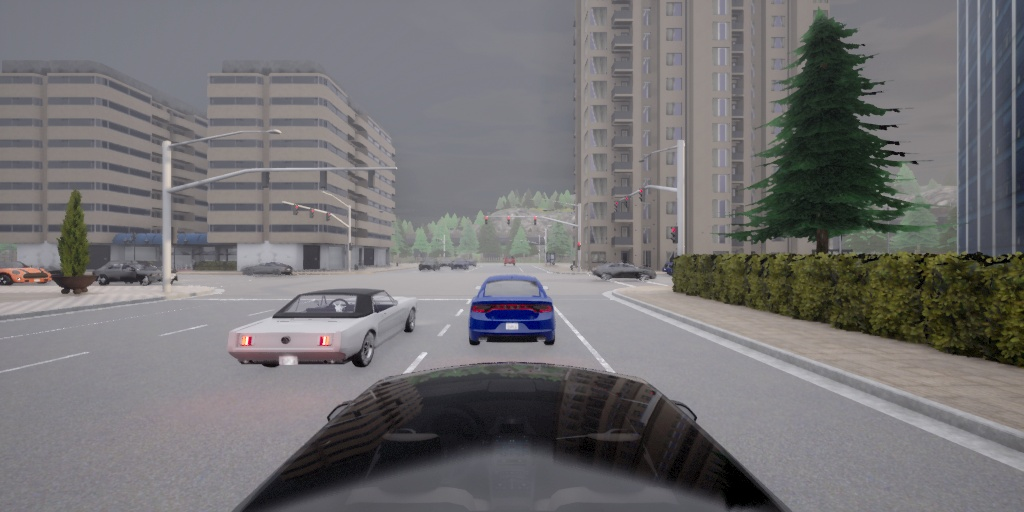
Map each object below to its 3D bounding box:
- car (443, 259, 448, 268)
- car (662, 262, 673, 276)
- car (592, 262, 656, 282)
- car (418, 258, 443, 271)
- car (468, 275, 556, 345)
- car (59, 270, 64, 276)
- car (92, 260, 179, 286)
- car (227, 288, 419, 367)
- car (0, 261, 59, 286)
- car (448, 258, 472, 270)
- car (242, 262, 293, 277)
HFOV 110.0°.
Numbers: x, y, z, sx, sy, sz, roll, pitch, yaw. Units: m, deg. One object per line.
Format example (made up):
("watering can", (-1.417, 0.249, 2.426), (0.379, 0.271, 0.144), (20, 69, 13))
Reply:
("car", (-11.102, 1.254, 60.683), (1.837, 1.490, 4.892), (0, 0, 0))
("car", (17.894, 0.971, 35.453), (5.566, 2.045, 2.150), (0, 0, 0))
("car", (8.861, 1.241, 28.597), (4.902, 1.511, 2.128), (0, 0, 6))
("car", (-11.010, 1.103, 47.919), (2.097, 1.767, 4.553), (0, 0, 0))
("car", (-0.004, 1.228, 9.507), (1.882, 1.535, 5.008), (0, 0, 0))
("car", (-38.613, 1.351, 28.318), (4.718, 1.301, 1.895), (0, 0, 0))
("car", (-25.946, 1.241, 24.780), (4.902, 1.511, 2.128), (0, 0, 1))
("car", (-3.496, 1.351, 7.841), (1.895, 1.301, 4.718), (0, 0, 0))
("car", (-35.097, 1.102, 24.810), (4.553, 1.767, 2.097), (0, 0, 0))
("car", (-7.544, 1.102, 52.136), (2.097, 1.767, 4.553), (0, 0, 0))
("car", (-24.170, 1.314, 35.568), (4.181, 1.385, 1.994), (0, 0, -1))
